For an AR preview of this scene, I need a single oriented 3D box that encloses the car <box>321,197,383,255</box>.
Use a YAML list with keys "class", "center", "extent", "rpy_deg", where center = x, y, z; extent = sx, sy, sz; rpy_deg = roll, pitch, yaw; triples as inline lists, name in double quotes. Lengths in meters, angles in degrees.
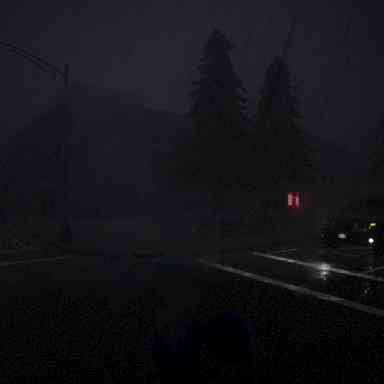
- class: "car"
  center: [7.682, 1.248, 13.754]
  extent: [5.566, 2.045, 2.150]
  rpy_deg: [0, 0, -37]
